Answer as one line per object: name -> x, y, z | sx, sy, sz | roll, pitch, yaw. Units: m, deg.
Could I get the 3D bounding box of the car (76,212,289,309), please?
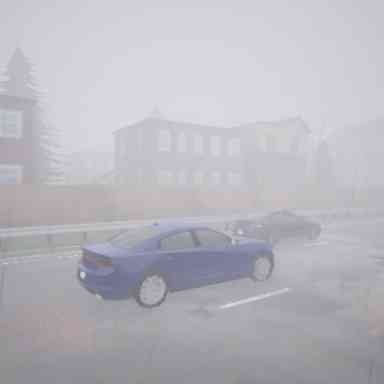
car -> -0.126, 1.462, 7.956 | 5.008, 1.535, 1.882 | 0, 0, -36

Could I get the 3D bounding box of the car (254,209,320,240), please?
car -> 3.875, 1.483, 15.128 | 4.674, 1.442, 1.812 | 0, 0, -36
